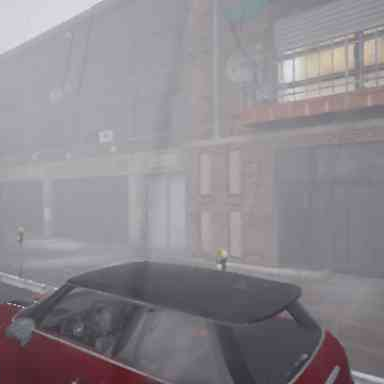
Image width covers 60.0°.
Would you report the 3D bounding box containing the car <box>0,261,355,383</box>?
[{"bbox_3d":[-0.663,1.453,3.356,4.097,1.590,1.967,0,-1,35],"label":"car"}]
